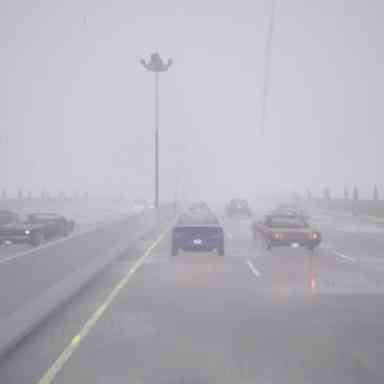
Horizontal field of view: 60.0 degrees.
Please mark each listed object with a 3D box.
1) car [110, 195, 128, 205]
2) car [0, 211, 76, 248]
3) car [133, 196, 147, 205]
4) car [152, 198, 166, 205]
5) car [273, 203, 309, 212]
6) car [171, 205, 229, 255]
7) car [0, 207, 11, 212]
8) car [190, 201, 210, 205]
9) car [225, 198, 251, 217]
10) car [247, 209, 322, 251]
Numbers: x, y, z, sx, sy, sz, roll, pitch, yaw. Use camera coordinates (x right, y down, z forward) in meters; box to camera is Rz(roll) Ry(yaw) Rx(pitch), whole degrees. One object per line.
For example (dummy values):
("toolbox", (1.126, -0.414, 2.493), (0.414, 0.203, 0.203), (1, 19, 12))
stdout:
("car", (-12.669, 1.388, 57.884), (2.097, 1.767, 4.553), (0, 0, 2))
("car", (-6.943, 1.610, 14.833), (1.895, 1.301, 4.718), (0, 0, 1))
("car", (-9.148, 1.527, 58.616), (2.128, 1.511, 4.902), (0, 0, 2))
("car", (-5.675, 1.636, 57.703), (1.895, 1.301, 4.718), (0, 0, 2))
("car", (7.560, 1.563, 25.908), (2.033, 1.411, 5.357), (0, 0, 2))
("car", (0.240, 1.486, 13.403), (1.882, 1.535, 5.008), (0, 0, 1))
("car", (-10.402, 1.502, 16.431), (2.128, 1.511, 4.902), (0, 0, 1))
("car", (0.727, 1.583, 31.792), (1.994, 1.385, 4.181), (0, 0, 2))
("car", (4.207, 1.371, 31.069), (2.097, 1.767, 4.553), (0, 0, 2))
("car", (3.750, 1.609, 14.130), (1.895, 1.301, 4.718), (0, 0, 1))
